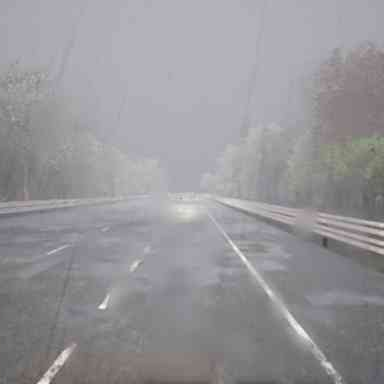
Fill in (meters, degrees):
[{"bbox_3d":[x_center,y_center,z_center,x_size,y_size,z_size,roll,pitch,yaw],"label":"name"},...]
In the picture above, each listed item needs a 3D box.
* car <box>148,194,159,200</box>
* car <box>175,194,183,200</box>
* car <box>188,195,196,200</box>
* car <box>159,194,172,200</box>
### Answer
[{"bbox_3d":[-10.487,1.336,88.183,1.882,1.535,5.008,0,0,0],"label":"car"},{"bbox_3d":[-3.487,1.383,88.181,2.128,1.511,4.902,0,0,0],"label":"car"},{"bbox_3d":[0.012,1.398,88.180,2.033,1.411,5.357,0,0,0],"label":"car"},{"bbox_3d":[-6.988,1.411,88.599,1.994,1.385,4.181,0,0,0],"label":"car"}]
